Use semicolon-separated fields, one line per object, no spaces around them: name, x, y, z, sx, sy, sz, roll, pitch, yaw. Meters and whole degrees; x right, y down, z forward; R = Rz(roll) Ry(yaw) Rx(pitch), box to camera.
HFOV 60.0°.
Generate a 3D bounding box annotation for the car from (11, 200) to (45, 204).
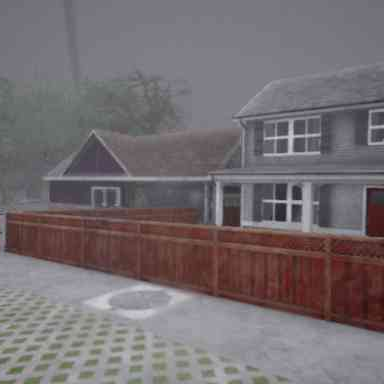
car;-16.323;1.542;34.409;2.128;1.511;4.902;2;1;36
